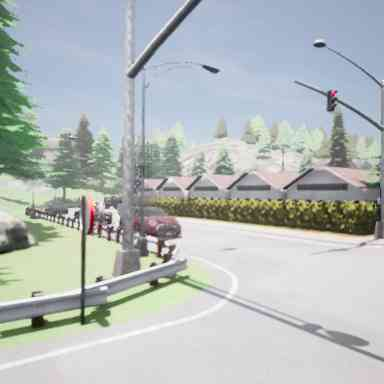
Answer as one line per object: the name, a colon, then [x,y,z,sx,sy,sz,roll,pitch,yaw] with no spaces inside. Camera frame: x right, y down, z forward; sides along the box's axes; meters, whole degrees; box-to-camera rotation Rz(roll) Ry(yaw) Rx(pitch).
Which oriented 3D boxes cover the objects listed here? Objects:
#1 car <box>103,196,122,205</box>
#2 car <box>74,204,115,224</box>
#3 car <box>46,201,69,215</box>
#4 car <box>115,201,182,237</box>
car: [-11.617,1.648,53.203,2.150,2.045,5.566,0,0,37]
car: [-8.173,1.901,27.542,1.895,1.301,4.718,1,0,-35]
car: [-15.545,1.804,38.352,1.837,1.490,4.892,1,0,-31]
car: [-2.492,1.651,19.460,2.097,1.767,4.553,1,0,-35]
